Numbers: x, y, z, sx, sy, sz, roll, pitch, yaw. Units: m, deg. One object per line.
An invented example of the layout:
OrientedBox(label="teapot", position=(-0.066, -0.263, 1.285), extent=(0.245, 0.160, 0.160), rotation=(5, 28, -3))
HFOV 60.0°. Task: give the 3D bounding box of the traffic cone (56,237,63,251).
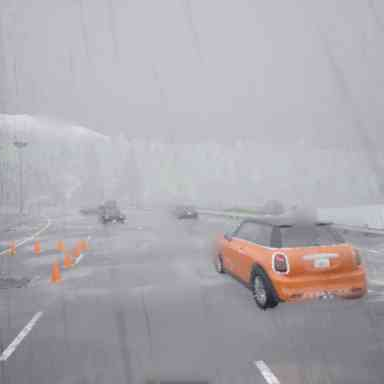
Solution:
OrientedBox(label="traffic cone", position=(-5.978, 2.358, 15.135), extent=(0.340, 0.580, 0.340), rotation=(-2, -1, -11))

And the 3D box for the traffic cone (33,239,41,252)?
OrientedBox(label="traffic cone", position=(-6.959, 2.391, 14.945), extent=(0.340, 0.580, 0.340), rotation=(-2, -1, -11))

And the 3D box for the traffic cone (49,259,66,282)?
OrientedBox(label="traffic cone", position=(-3.862, 2.212, 9.434), extent=(0.340, 0.580, 0.340), rotation=(-2, -1, -11))

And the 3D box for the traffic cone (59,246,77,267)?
OrientedBox(label="traffic cone", position=(-4.240, 2.249, 11.397), extent=(0.340, 0.580, 0.340), rotation=(-2, -1, -11))

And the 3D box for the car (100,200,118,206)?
OrientedBox(label="car", position=(-13.319, 2.336, 52.376), extent=(2.150, 2.045, 5.566), rotation=(-1, -1, -28))

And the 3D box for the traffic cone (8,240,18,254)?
OrientedBox(label="traffic cone", position=(-7.940, 2.425, 14.756), extent=(0.340, 0.580, 0.340), rotation=(-2, -1, -11))

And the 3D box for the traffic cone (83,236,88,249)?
OrientedBox(label="traffic cone", position=(-4.996, 2.324, 15.324), extent=(0.340, 0.580, 0.340), rotation=(-2, -1, -11))

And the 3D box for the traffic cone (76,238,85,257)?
OrientedBox(label="traffic cone", position=(-4.618, 2.287, 13.361), extent=(0.340, 0.580, 0.340), rotation=(-2, -1, -11))

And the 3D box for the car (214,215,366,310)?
OrientedBox(label="car", position=(1.990, 1.378, 8.218), extent=(2.097, 1.767, 4.553), rotation=(-2, -1, -11))

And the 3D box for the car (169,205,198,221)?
OrientedBox(label="car", position=(-0.920, 1.988, 32.451), extent=(1.994, 1.385, 4.181), rotation=(-2, -1, -19))

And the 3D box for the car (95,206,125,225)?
OrientedBox(label="car", position=(-7.581, 2.251, 30.930), extent=(1.895, 1.301, 4.718), rotation=(-2, -1, -21))

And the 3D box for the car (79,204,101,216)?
OrientedBox(label="car", position=(-15.157, 2.740, 48.561), extent=(1.895, 1.301, 4.718), rotation=(-2, -1, -29))
